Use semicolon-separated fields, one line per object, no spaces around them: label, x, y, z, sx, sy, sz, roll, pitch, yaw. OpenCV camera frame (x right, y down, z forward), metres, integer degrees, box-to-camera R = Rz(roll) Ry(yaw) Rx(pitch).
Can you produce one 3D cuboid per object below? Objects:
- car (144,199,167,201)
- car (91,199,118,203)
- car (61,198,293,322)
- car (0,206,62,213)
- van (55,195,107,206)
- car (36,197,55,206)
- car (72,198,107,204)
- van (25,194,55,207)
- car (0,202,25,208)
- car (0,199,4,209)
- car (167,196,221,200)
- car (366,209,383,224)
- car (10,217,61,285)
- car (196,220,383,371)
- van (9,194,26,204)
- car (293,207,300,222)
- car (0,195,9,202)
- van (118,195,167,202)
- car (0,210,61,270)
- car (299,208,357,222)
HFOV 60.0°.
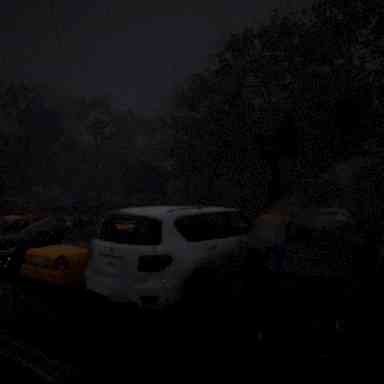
car;-1.135;1.550;24.925;2.163;1.488;4.792;0;0;36
car;-5.687;1.537;28.298;2.163;1.488;4.792;0;0;36
car;0.178;1.319;7.885;2.435;2.045;5.566;0;0;36
car;-6.690;1.536;12.603;1.946;1.575;5.366;0;0;36
van;-10.132;1.290;31.353;1.878;1.987;4.442;0;0;36
car;-12.320;1.526;33.080;2.097;1.535;5.008;0;0;36
car;-7.823;1.538;29.848;2.163;1.488;4.792;0;0;36
van;-14.498;1.314;34.797;1.878;1.987;4.442;0;0;36
car;-11.283;1.516;15.934;1.946;1.575;5.366;0;0;36
car;-28.119;1.661;44.537;2.002;1.452;4.674;0;0;36
car;1.141;1.280;23.345;2.435;2.045;5.566;0;0;36
car;10.075;1.603;16.793;2.163;1.488;4.792;0;0;36
car;-1.978;1.557;9.643;1.946;1.575;5.366;0;0;36
car;2.410;1.581;6.237;2.097;1.535;5.008;0;0;36
van;-16.877;1.328;36.234;1.878;1.987;4.442;0;0;36
car;5.499;1.550;19.920;1.946;1.575;5.366;0;0;36
car;-19.067;1.315;37.932;2.435;2.045;5.566;0;0;36
van;-3.392;1.286;26.742;1.878;1.987;4.442;0;0;36
car;-4.331;1.550;11.128;2.231;1.521;4.892;0;0;36
car;7.848;1.603;18.441;2.002;1.452;4.674;0;0;36
